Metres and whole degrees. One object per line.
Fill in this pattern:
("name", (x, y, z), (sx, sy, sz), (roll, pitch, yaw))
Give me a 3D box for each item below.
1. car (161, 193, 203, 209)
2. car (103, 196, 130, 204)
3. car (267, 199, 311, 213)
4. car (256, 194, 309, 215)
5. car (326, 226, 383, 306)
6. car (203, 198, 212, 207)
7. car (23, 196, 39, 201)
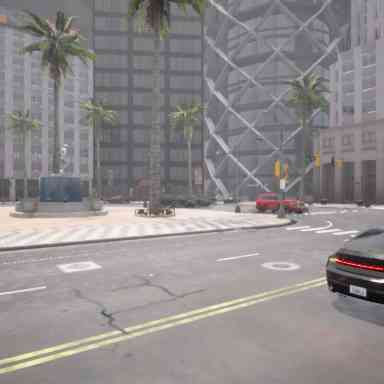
("car", (-1.817, 1.222, 46.609), (5.566, 2.045, 2.150), (0, 0, 32))
("car", (-14.131, 1.478, 61.938), (5.008, 1.535, 1.882), (0, 0, 7))
("car", (11.003, 1.526, 37.917), (1.812, 1.442, 4.674), (0, 0, -37))
("car", (9.100, 1.223, 34.508), (2.150, 2.045, 5.566), (0, 0, -35))
("car", (4.923, 1.505, 7.306), (4.892, 1.490, 1.837), (0, 0, -35))
("car", (0.282, 1.222, 49.318), (5.566, 2.045, 2.150), (0, 0, 33))
("car", (-28.455, 1.492, 61.342), (4.902, 1.511, 2.128), (0, 0, -10))
